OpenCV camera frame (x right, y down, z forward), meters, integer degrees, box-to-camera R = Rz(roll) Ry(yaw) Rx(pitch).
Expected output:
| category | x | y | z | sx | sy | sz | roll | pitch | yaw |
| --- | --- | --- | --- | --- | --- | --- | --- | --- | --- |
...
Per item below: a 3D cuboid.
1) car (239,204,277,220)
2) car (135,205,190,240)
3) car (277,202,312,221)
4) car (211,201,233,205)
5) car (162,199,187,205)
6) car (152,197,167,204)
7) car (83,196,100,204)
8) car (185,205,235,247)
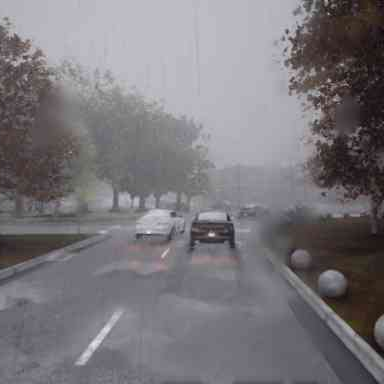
| category | x | y | z | sx | sy | sz | roll | pitch | yaw |
| --- | --- | --- | --- | --- | --- | --- | --- | --- | --- |
| car | 6.416 | 1.916 | 32.996 | 1.837 | 1.490 | 4.892 | -1 | -1 | 36 |
| car | -1.573 | 1.633 | 17.576 | 1.812 | 1.442 | 4.674 | 0 | -1 | 10 |
| car | 9.980 | 1.768 | 32.193 | 2.097 | 1.767 | 4.553 | 0 | -1 | 39 |
| car | 5.113 | 2.369 | 57.875 | 4.674 | 1.442 | 1.812 | 0 | -1 | 43 |
| car | -2.535 | 2.393 | 59.392 | 4.181 | 1.385 | 1.994 | 0 | -1 | 23 |
| car | -7.984 | 2.745 | 92.698 | 4.792 | 1.488 | 2.163 | 1 | -1 | -12 |
| car | -28.016 | 2.421 | 90.311 | 4.553 | 1.767 | 2.185 | 1 | -1 | -12 |
| car | 1.001 | 1.572 | 15.582 | 1.882 | 1.535 | 5.008 | 0 | -1 | 5 |
